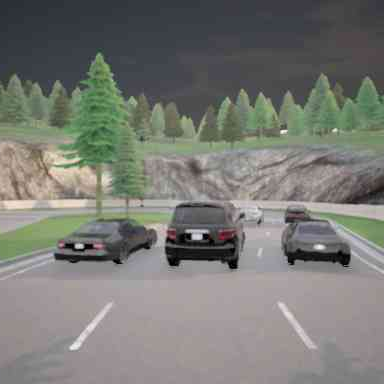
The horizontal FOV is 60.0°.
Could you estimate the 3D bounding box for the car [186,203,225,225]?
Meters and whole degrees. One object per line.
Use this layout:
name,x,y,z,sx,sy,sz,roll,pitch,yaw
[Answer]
car,1.234,1.731,27.415,2.128,1.511,4.902,0,0,15

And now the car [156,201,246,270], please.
car,0.643,1.327,11.732,2.150,2.045,5.566,0,0,11

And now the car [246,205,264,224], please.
car,4.741,1.758,26.833,1.812,1.442,4.674,0,0,16

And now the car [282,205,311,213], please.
car,7.994,1.728,25.496,1.837,1.490,4.892,0,0,16

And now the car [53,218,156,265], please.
car,-2.831,1.654,12.203,2.033,1.411,5.357,0,0,11

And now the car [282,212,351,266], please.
car,4.350,1.670,12.121,1.994,1.385,4.181,0,0,13
